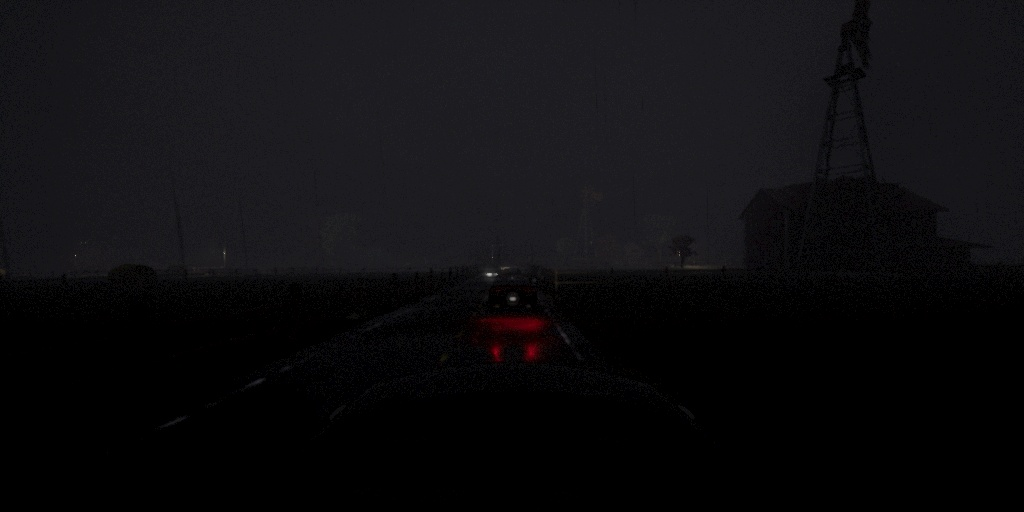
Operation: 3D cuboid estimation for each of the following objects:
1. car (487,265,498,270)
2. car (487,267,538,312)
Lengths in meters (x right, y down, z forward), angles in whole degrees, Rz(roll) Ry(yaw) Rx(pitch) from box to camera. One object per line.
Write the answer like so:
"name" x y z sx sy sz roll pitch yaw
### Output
"car" -2.837 2.029 56.070 1.994 1.385 4.181 0 -1 0
"car" 0.051 1.403 15.338 1.882 1.535 5.008 0 0 0
